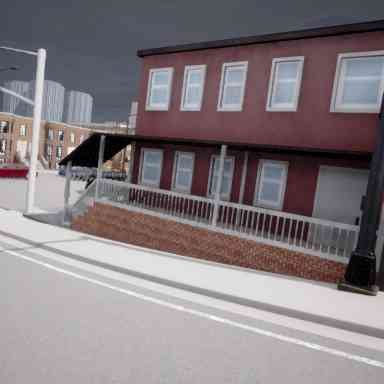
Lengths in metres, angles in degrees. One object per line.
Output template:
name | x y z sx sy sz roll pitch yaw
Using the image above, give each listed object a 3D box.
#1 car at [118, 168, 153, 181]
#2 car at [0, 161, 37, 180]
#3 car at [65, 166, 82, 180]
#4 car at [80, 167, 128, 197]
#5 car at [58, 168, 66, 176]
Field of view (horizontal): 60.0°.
car | -8.419 -2.549 49.938 2.128 1.511 4.902 10 6 36
car | -17.355 -2.059 31.665 1.882 1.535 5.008 10 6 35
car | -11.839 -2.040 39.314 2.128 1.511 4.902 10 6 35
car | -6.418 -0.733 28.678 2.150 2.045 5.566 10 6 35
car | -14.296 -2.570 41.825 1.882 1.535 5.008 10 6 36
